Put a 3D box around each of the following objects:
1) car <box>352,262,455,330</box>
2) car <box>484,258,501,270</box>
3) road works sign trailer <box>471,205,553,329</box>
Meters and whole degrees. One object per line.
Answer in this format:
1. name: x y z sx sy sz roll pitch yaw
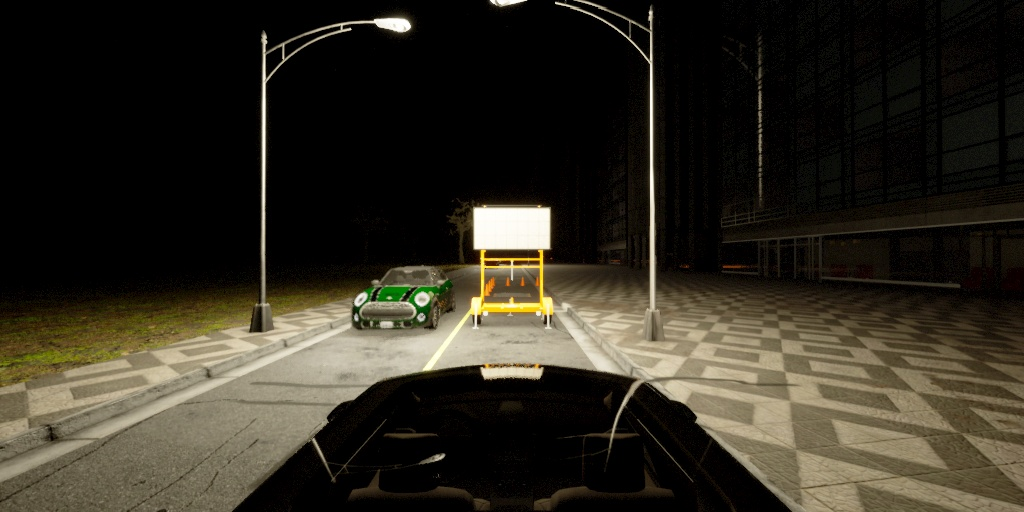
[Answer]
1. car: -3.098 1.104 11.100 2.097 1.767 4.553 0 0 0
2. car: -3.087 1.120 53.095 2.097 1.767 4.553 0 0 0
3. road works sign trailer: 0.001 0.216 11.229 2.380 3.560 2.880 0 0 0
